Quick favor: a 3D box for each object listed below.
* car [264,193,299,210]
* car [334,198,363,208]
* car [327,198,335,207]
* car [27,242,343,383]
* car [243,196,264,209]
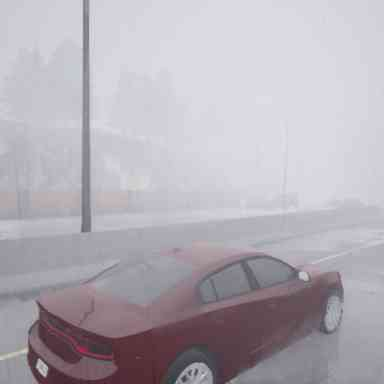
[{"bbox_3d":[11.696,1.203,42.135,2.150,2.045,5.566,0,0,39],"label":"car"},{"bbox_3d":[19.596,1.527,40.867,2.033,1.411,5.357,0,0,38],"label":"car"},{"bbox_3d":[21.157,1.578,48.744,1.895,1.301,4.718,0,0,35],"label":"car"},{"bbox_3d":[0.414,1.476,4.797,5.008,1.535,1.882,0,0,-43],"label":"car"},{"bbox_3d":[8.574,1.335,43.864,2.097,1.767,4.553,0,0,38],"label":"car"}]
